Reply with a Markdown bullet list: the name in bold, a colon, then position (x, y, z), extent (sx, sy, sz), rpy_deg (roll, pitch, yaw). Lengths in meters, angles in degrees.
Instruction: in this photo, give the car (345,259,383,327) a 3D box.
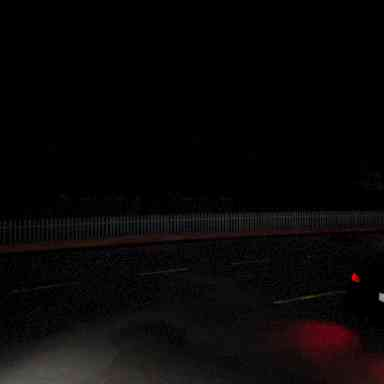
- **car**: position (4.758, 1.564, 5.749), extent (4.181, 1.385, 1.994), rpy_deg (0, 0, -24)
